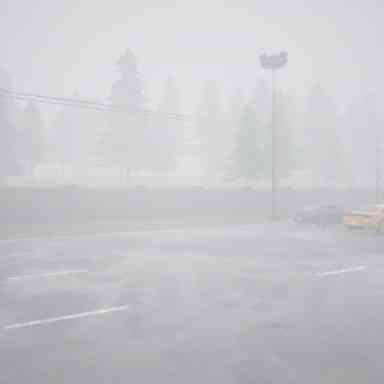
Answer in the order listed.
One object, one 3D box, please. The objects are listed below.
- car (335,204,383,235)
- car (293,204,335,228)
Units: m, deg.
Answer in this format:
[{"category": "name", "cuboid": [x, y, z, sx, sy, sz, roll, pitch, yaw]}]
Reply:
[{"category": "car", "cuboid": [10.663, 1.431, 18.603, 5.008, 1.535, 1.882, 0, 0, -28]}, {"category": "car", "cuboid": [8.643, 1.473, 21.509, 4.674, 1.442, 1.812, 0, 0, -28]}]
